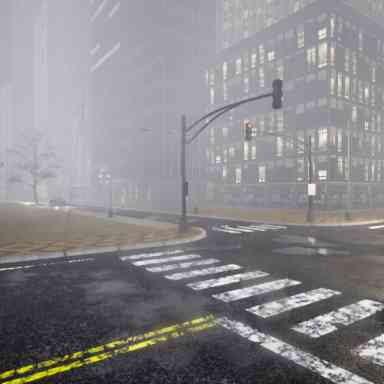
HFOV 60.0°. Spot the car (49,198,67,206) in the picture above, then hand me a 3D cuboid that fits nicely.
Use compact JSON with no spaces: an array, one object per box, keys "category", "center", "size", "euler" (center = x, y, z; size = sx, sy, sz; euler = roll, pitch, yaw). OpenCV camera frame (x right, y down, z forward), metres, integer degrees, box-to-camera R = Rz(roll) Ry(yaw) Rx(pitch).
[{"category":"car","center":[-21.807,1.607,54.157],"size":[1.895,1.301,4.718],"euler":[0,0,-35]}]
